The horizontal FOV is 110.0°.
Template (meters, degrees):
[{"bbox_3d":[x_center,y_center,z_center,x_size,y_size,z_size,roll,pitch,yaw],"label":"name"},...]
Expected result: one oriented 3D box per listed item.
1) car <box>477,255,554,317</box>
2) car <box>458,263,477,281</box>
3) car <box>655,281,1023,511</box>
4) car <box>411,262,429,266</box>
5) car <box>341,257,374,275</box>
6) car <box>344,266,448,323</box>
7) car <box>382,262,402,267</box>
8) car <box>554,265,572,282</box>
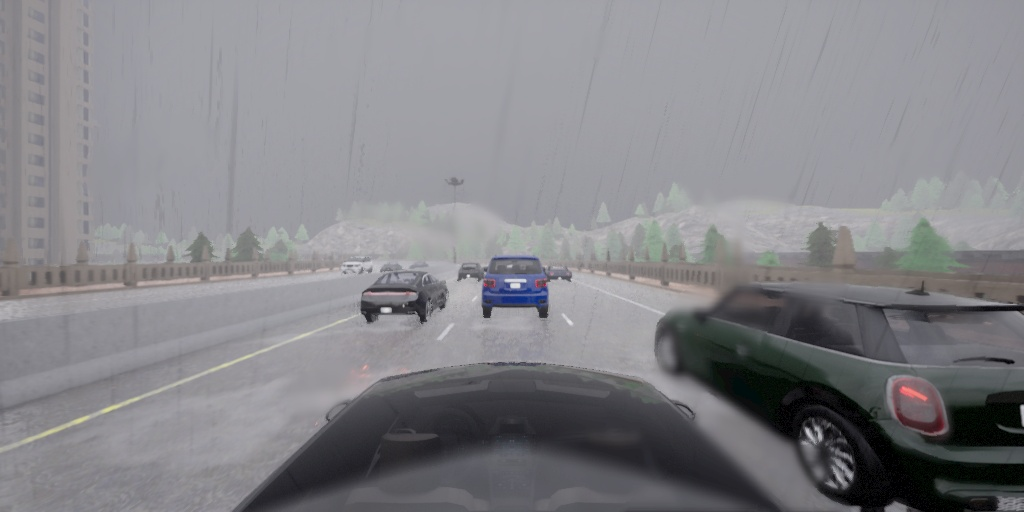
[{"bbox_3d":[0.102,0.987,13.369,2.150,2.045,5.566,0,0,0],"label":"car"},{"bbox_3d":[-3.397,1.313,30.354,1.837,1.490,4.892,0,0,0],"label":"car"},{"bbox_3d":[3.599,1.105,4.554,2.097,1.767,4.553,0,0,0],"label":"car"},{"bbox_3d":[-10.989,1.402,42.820,2.033,1.411,5.357,0,0,-4],"label":"car"},{"bbox_3d":[-17.944,1.077,41.903,2.150,2.045,5.566,0,-1,-4],"label":"car"},{"bbox_3d":[-3.398,1.255,12.114,2.128,1.511,4.902,0,0,0],"label":"car"},{"bbox_3d":[-14.632,1.425,43.839,1.994,1.385,4.181,0,0,-6],"label":"car"},{"bbox_3d":[3.603,1.405,29.210,1.895,1.301,4.718,0,0,0],"label":"car"}]
